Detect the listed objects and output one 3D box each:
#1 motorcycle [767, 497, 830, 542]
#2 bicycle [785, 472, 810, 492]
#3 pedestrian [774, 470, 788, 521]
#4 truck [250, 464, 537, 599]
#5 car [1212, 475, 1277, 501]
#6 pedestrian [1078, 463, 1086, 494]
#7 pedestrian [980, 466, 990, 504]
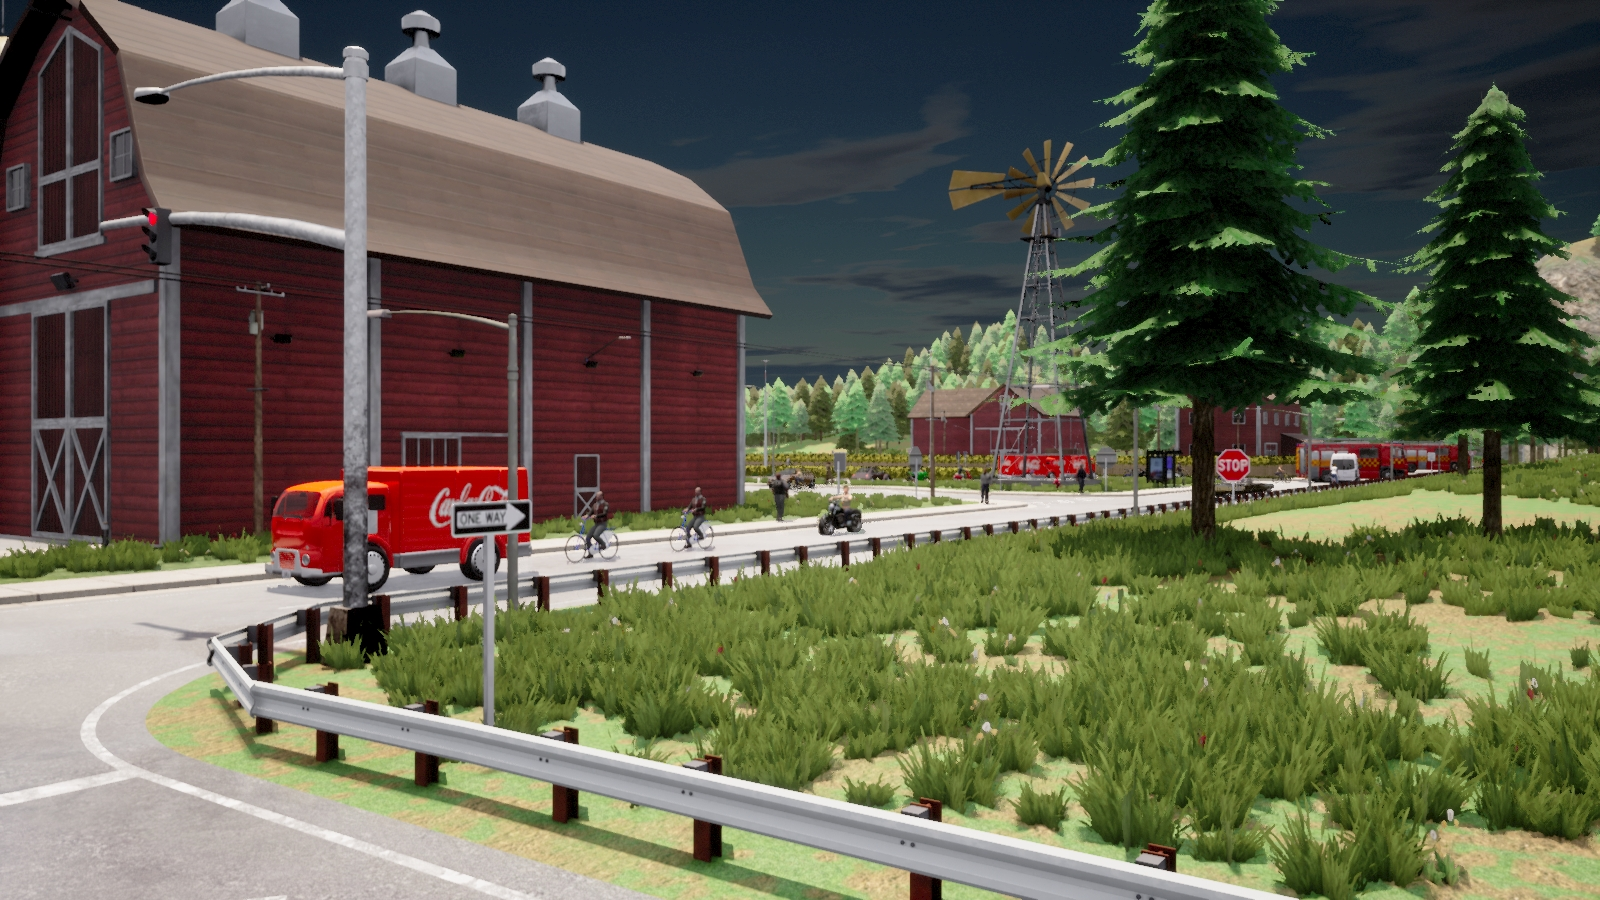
[{"bbox_3d":[-0.028,2.166,36.048,0.764,1.277,2.356,0,0,36],"label":"motorcycle"},{"bbox_3d":[-0.164,2.149,76.285,1.487,1.276,0.859,0,0,35],"label":"bicycle"},{"bbox_3d":[-0.707,1.691,42.248,0.375,1.860,0.375,0,0,31],"label":"pedestrian"},{"bbox_3d":[-8.498,1.564,24.377,2.627,2.467,5.204,0,0,35],"label":"truck"},{"bbox_3d":[25.407,2.151,65.230,1.895,1.301,4.718,0,0,42],"label":"car"},{"bbox_3d":[16.941,1.693,68.733,0.375,1.860,0.375,0,0,0],"label":"pedestrian"},{"bbox_3d":[8.960,1.692,55.300,0.375,1.860,0.375,0,0,29],"label":"pedestrian"}]
